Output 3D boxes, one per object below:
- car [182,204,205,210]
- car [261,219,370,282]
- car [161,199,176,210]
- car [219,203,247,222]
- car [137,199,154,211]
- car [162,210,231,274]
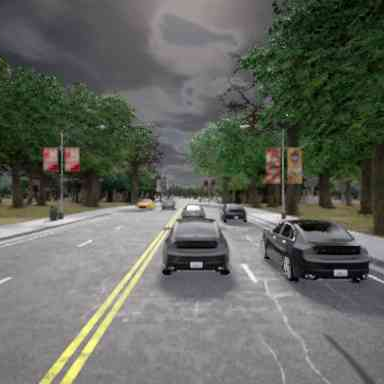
[{"bbox_3d":[0.126,1.737,28.598,1.994,1.385,4.181,0,0,0],"label":"car"},{"bbox_3d":[3.358,1.566,9.926,1.837,1.490,4.892,0,0,0],"label":"car"},{"bbox_3d":[-3.250,1.794,46.929,1.837,1.490,4.892,0,-1,1],"label":"car"},{"bbox_3d":[3.374,1.674,27.710,1.837,1.490,4.892,0,0,0],"label":"car"},{"bbox_3d":[-6.442,1.762,46.505,1.882,1.535,5.008,0,-1,1],"label":"car"},{"bbox_3d":[0.111,1.571,10.757,1.837,1.490,4.892,0,0,0],"label":"car"}]
